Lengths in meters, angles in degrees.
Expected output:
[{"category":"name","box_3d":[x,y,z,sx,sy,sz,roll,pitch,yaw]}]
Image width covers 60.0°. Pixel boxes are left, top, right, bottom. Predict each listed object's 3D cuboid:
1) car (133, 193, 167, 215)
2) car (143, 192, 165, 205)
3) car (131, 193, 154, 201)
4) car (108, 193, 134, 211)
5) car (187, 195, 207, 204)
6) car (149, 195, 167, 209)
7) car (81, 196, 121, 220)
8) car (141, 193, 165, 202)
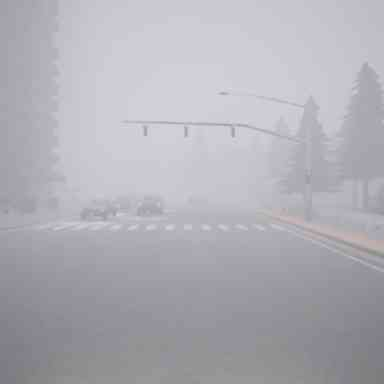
[{"category":"car","box_3d":[-3.594,1.079,29.846,2.097,1.767,4.553,0,0,0]},{"category":"car","box_3d":[-5.537,0.920,48.099,2.097,1.767,4.553,0,1,-19]},{"category":"car","box_3d":[-9.805,0.934,65.886,4.674,1.442,1.812,0,1,37]},{"category":"car","box_3d":[-7.226,1.167,35.031,2.128,1.511,4.902,0,0,-1]},{"category":"car","box_3d":[0.692,1.119,51.247,1.994,1.385,4.181,0,0,-21]},{"category":"car","box_3d":[-3.939,1.126,39.053,1.882,1.535,5.008,0,0,-4]},{"category":"car","box_3d":[-7.095,1.280,25.766,1.812,1.442,4.674,0,0,0]},{"category":"car","box_3d":[-6.904,0.985,58.116,1.837,1.490,4.892,0,1,-39]}]
